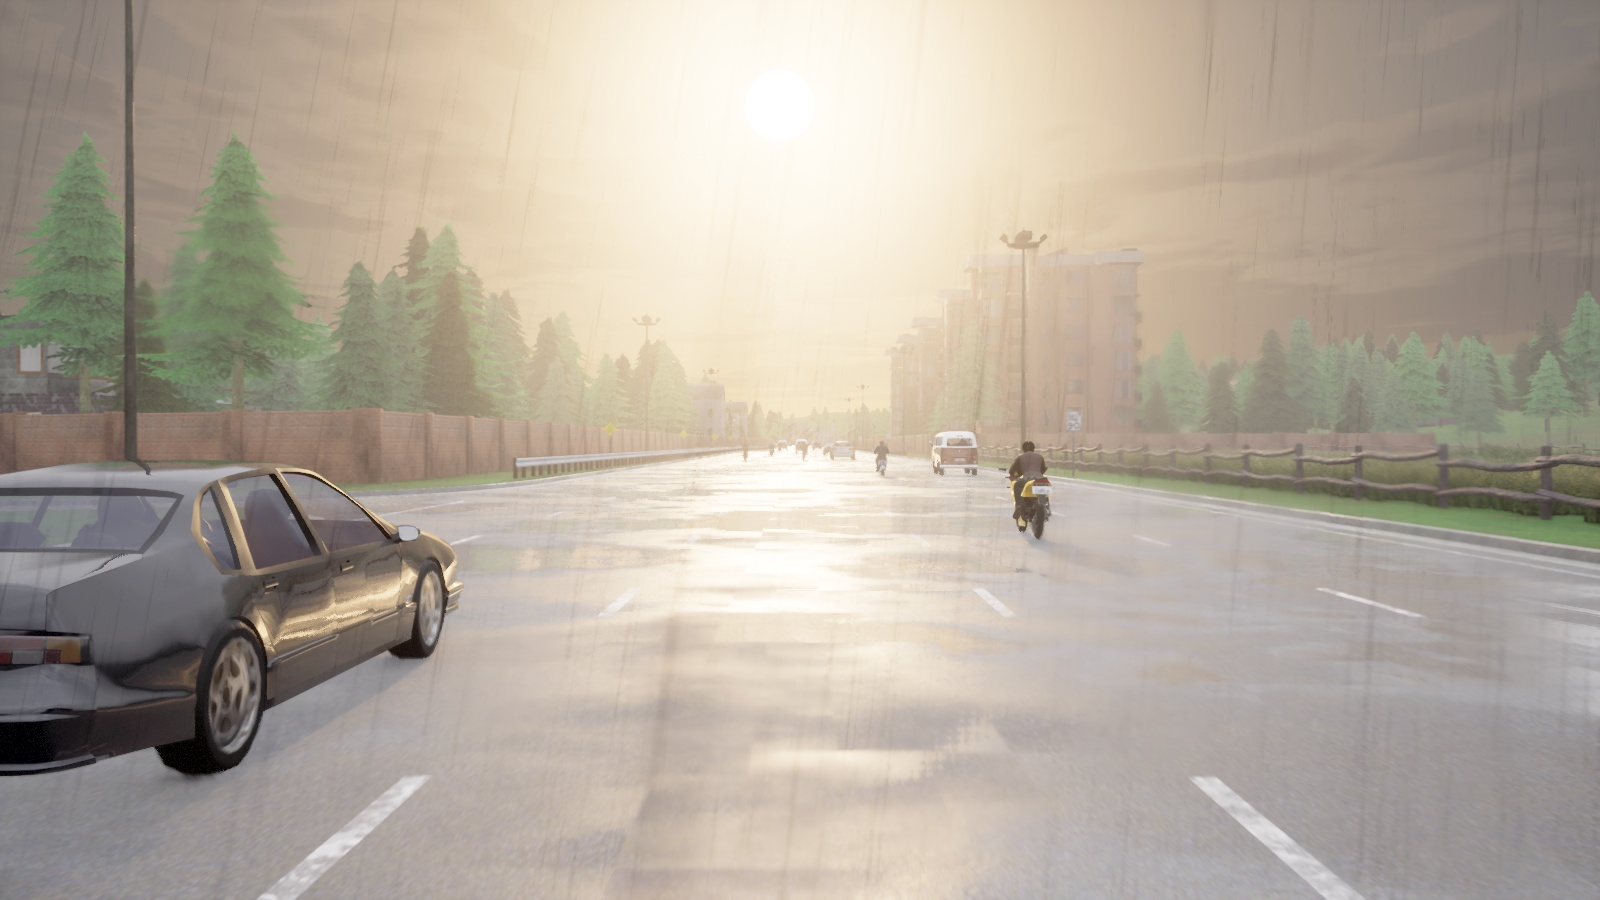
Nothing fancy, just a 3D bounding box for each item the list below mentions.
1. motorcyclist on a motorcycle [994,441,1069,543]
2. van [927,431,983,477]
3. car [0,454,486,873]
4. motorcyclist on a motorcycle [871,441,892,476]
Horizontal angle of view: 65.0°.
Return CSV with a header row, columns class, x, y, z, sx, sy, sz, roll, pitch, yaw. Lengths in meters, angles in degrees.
class,x,y,z,sx,sy,sz,roll,pitch,yaw
motorcyclist on a motorcycle,3.604,0.620,19.718,0.797,1.523,2.044,0,0,0
van,7.248,0.150,59.032,2.069,2.038,4.480,0,1,0
car,-3.455,0.752,7.047,2.033,1.411,5.357,0,0,0
motorcyclist on a motorcycle,3.742,0.379,57.620,0.866,1.590,1.817,0,0,0
